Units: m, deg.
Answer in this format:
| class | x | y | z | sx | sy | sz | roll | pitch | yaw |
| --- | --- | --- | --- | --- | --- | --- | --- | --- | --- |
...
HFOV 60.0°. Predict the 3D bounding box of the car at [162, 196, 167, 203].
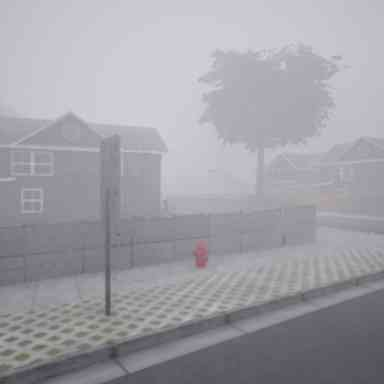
| class | x | y | z | sx | sy | sz | roll | pitch | yaw |
| --- | --- | --- | --- | --- | --- | --- | --- | --- | --- |
| car | -5.652 | 1.300 | 56.479 | 1.812 | 1.442 | 4.674 | 0 | 0 | -22 |
